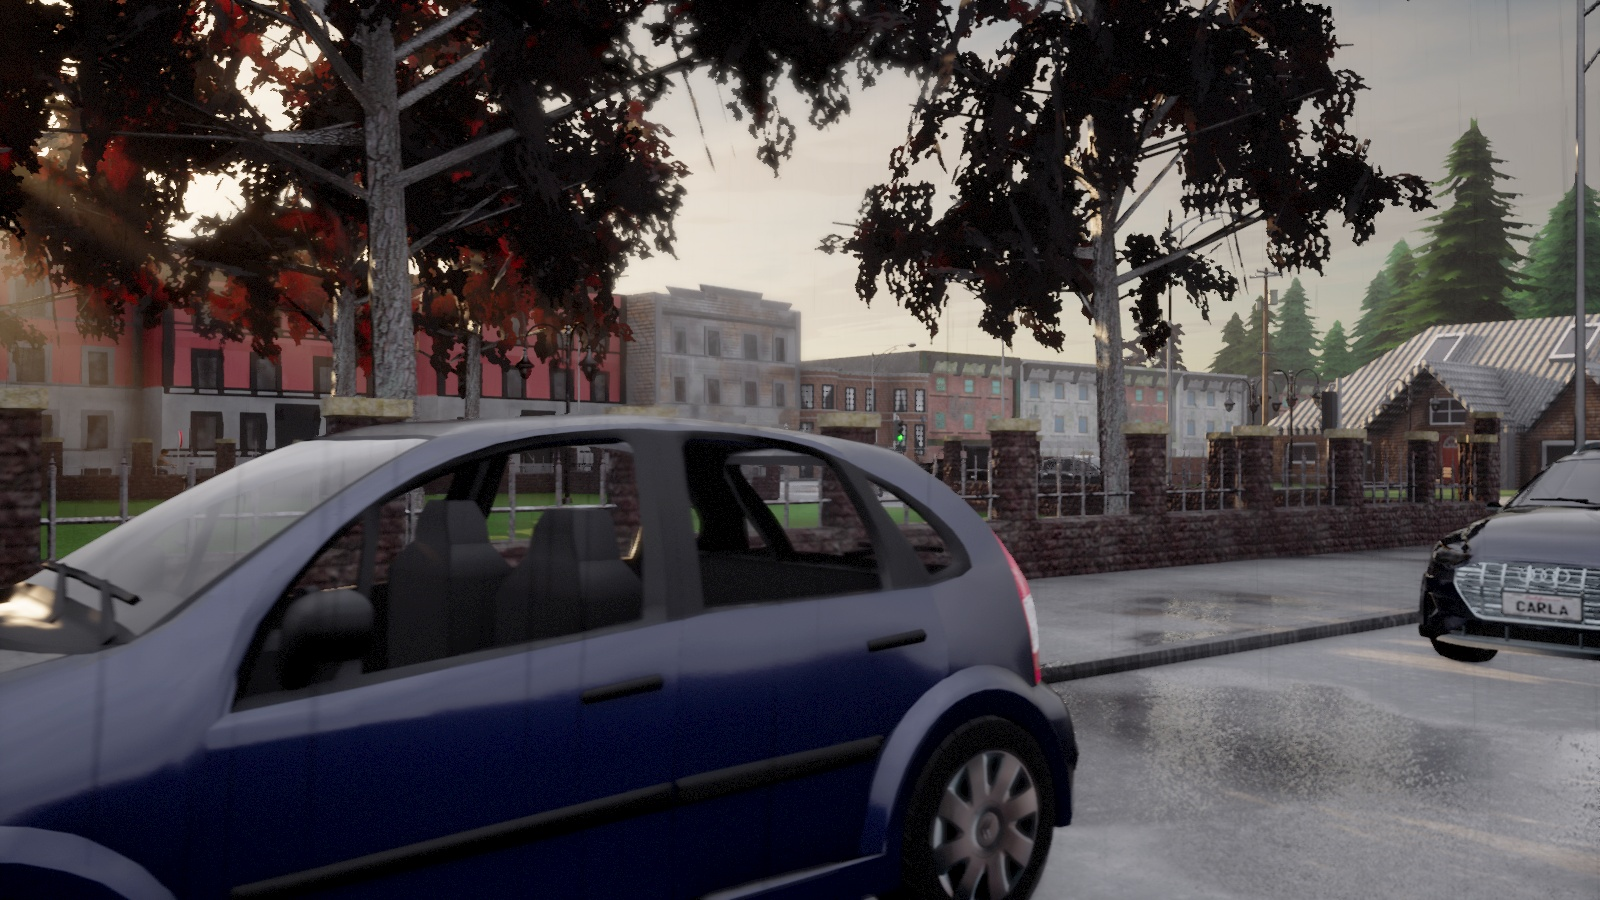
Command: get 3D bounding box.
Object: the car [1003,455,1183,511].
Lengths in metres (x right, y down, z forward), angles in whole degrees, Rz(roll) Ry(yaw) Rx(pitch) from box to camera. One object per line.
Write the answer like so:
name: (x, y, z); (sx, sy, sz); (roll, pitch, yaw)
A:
car: (8.289, 0.885, 35.939); (1.837, 1.490, 4.892); (0, 0, -40)

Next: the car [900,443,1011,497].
car: (5.622, 0.714, 45.691); (1.905, 1.878, 3.866); (0, 0, -35)

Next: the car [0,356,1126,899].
car: (-1.040, 0.657, 3.581); (3.988, 1.617, 1.851); (0, 0, -40)

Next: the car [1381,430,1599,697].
car: (6.573, 0.709, 9.616); (4.856, 1.649, 2.033); (0, 0, -41)
